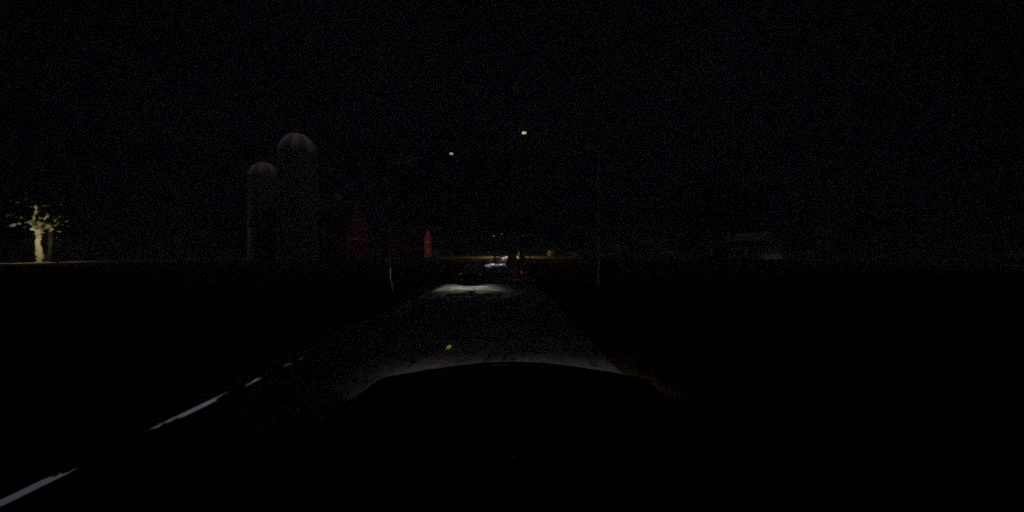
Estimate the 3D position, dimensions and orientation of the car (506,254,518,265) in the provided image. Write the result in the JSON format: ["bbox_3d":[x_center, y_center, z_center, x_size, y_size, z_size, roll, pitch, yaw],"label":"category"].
[{"bbox_3d":[0.023,0.837,59.985,1.994,1.385,4.181,0,1,1],"label":"car"}]

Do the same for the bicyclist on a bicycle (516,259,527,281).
[{"bbox_3d":[0.751,1.148,28.758,0.866,1.612,1.509,0,0,0],"label":"bicyclist on a bicycle"}]

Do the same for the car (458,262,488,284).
[{"bbox_3d":[-2.850,1.198,26.934,1.882,1.535,5.008,0,0,0],"label":"car"}]
